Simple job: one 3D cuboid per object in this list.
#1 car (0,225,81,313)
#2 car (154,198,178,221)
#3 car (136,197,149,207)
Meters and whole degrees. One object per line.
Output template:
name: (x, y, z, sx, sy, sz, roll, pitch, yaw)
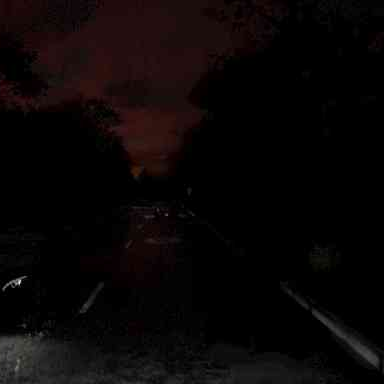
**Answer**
car: (-3.914, 1.559, 7.761, 1.812, 1.442, 4.674, -1, 0, -5)
car: (-2.095, 1.511, 27.269, 1.812, 1.442, 4.674, -1, 0, -5)
car: (-7.551, 1.538, 51.299, 2.033, 1.411, 5.357, -1, 0, -4)
